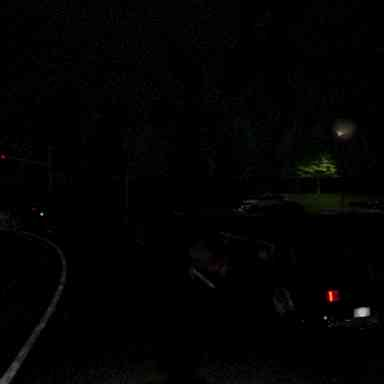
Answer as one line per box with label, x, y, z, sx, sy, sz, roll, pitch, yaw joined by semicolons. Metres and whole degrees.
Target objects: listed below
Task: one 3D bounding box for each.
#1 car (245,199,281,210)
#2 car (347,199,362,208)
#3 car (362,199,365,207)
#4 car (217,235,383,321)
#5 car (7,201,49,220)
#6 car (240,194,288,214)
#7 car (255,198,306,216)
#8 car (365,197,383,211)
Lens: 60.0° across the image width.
car;9.376;1.622;44.174;4.181;1.385;1.994;0;0;-13
car;24.834;1.651;47.785;4.718;1.301;1.895;0;0;-13
car;25.699;1.396;44.393;4.553;1.767;2.097;0;0;-13
car;2.111;1.610;7.393;1.895;1.301;4.718;0;0;-15
car;-14.258;1.562;28.903;4.892;1.490;1.837;0;0;39
car;8.153;1.269;36.719;5.566;2.045;2.150;0;0;-13
car;9.147;1.568;33.344;4.674;1.442;1.812;0;0;-13
car;23.857;1.603;40.370;4.181;1.385;1.994;0;0;-13
